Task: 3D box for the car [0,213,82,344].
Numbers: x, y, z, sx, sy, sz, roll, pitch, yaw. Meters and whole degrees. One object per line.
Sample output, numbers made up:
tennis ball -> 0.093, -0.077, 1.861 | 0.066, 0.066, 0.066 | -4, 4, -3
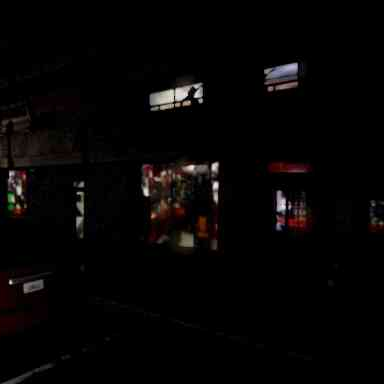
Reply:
car -> -3.995, 1.297, 5.696 | 5.009, 1.841, 2.192 | 0, 1, 35
